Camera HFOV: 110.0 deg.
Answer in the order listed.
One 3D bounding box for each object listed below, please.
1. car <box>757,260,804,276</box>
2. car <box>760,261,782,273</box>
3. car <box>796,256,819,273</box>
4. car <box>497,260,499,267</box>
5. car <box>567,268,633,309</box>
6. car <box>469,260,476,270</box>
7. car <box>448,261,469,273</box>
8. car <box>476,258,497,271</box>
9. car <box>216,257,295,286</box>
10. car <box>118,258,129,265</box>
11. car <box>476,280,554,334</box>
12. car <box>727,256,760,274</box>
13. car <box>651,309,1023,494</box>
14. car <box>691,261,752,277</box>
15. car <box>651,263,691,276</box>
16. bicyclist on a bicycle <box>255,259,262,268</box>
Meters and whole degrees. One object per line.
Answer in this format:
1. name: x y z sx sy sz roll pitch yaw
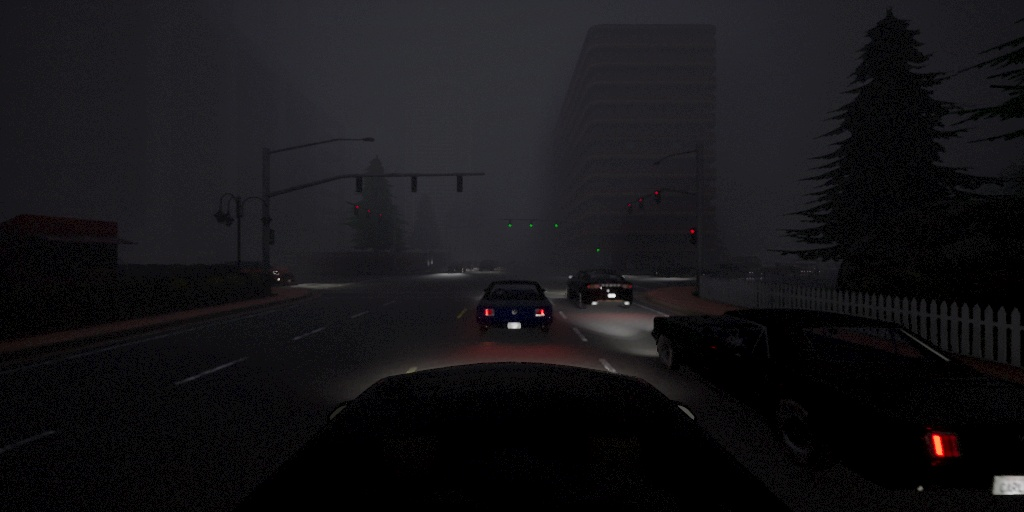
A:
1. car: 27.887 1.386 37.243 4.718 1.301 1.895 0 0 -31
2. car: 33.339 1.334 46.057 1.812 1.442 4.674 0 0 42
3. car: 35.529 1.022 43.289 2.150 2.045 5.566 0 0 43
4. car: -3.629 1.410 61.889 1.837 1.490 4.892 0 0 0
5. car: 3.578 1.263 15.318 1.882 1.535 5.008 0 0 0
6. car: -7.142 1.439 56.542 2.033 1.411 5.357 0 0 0
7. car: -7.141 1.467 46.891 1.895 1.301 4.718 0 0 0
8. car: -3.643 1.357 51.790 1.882 1.535 5.008 0 0 0
9. car: -17.241 1.105 24.142 4.553 1.767 2.097 0 0 0
10. car: -27.796 0.974 24.070 5.566 2.045 2.150 0 0 0
11. car: 0.072 1.374 10.755 1.895 1.301 4.718 0 0 0
12. car: 25.614 1.014 39.932 5.566 2.045 2.150 0 0 -31
13. car: 3.598 1.359 4.788 1.895 1.301 4.718 0 0 0
14. car: 19.541 1.377 33.474 4.718 1.301 1.895 0 0 -18
15. car: 16.557 1.384 36.322 4.718 1.301 1.895 0 0 -14
16. bicyclist on a bicycle: -27.922 1.093 39.548 0.582 1.620 1.656 0 0 0
